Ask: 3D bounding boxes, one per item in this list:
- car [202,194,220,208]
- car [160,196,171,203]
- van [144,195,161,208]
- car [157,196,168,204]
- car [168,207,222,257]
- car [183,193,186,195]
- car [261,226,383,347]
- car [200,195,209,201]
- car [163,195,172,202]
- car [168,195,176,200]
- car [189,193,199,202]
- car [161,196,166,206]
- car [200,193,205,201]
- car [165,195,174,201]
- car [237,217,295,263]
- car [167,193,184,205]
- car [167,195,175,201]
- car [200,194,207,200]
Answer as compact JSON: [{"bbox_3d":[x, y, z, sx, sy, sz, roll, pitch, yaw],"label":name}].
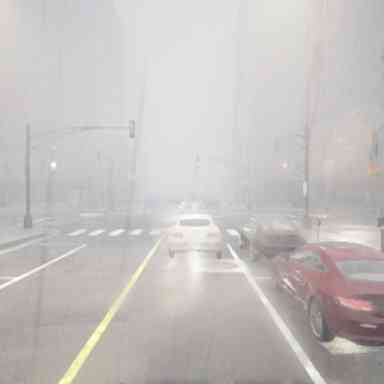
[{"bbox_3d":[2.858,1.409,46.422,1.967,1.590,4.097,0,0,0],"label":"car"},{"bbox_3d":[-5.545,1.519,69.140,1.947,1.339,4.313,0,0,0],"label":"car"},{"bbox_3d":[-5.668,1.309,46.466,1.690,1.788,3.998,0,0,0],"label":"van"},{"bbox_3d":[-5.575,1.540,63.471,1.802,1.307,4.206,0,0,0],"label":"car"},{"bbox_3d":[0.114,1.516,12.693,1.812,1.442,4.674,0,0,0],"label":"car"},{"bbox_3d":[-2.669,1.546,72.171,1.895,1.301,4.718,0,0,0],"label":"car"},{"bbox_3d":[2.674,1.577,6.179,1.802,1.307,4.206,0,0,0],"label":"car"},{"bbox_3d":[3.043,1.494,80.437,2.008,1.369,4.403,0,0,0],"label":"car"},{"bbox_3d":[-5.514,1.474,74.637,1.752,1.417,4.829,0,0,0],"label":"car"},{"bbox_3d":[-5.422,1.457,91.642,1.752,1.417,4.829,0,0,0],"label":"car"},{"bbox_3d":[0.357,1.492,76.830,1.994,1.385,4.181,0,0,0],"label":"car"},{"bbox_3d":[-5.637,1.405,52.135,1.967,1.590,4.097,0,0,0],"label":"car"},{"bbox_3d":[2.919,1.402,57.760,1.967,1.590,4.097,0,0,0],"label":"car"},{"bbox_3d":[-5.483,1.509,80.476,1.947,1.339,4.313,0,0,0],"label":"car"},{"bbox_3d":[2.680,1.542,11.773,2.008,1.369,4.403,0,0,0],"label":"car"},{"bbox_3d":[-2.802,1.466,56.951,1.837,1.490,4.892,0,0,1],"label":"car"},{"bbox_3d":[-5.452,1.482,86.143,1.887,1.381,4.507,0,0,0],"label":"car"},{"bbox_3d":[3.105,1.372,91.776,1.967,1.590,4.097,0,0,0],"label":"car"}]
